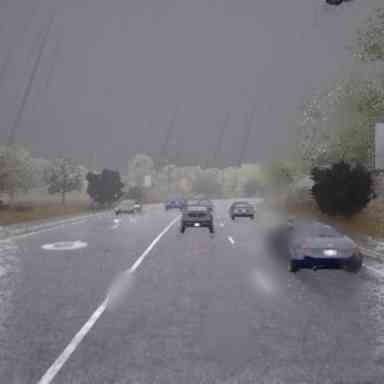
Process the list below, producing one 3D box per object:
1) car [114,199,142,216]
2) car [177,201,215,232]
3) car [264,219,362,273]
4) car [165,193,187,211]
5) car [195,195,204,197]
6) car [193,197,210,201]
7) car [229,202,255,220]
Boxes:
[{"bbox_3d":[-6.197,1.501,32.878,1.837,1.490,4.892,0,0,4],"label":"car"},{"bbox_3d":[0.333,1.504,20.300,1.837,1.490,4.892,0,0,2],"label":"car"},{"bbox_3d":[3.649,1.564,10.730,1.994,1.385,4.181,0,0,1],"label":"car"},{"bbox_3d":[-1.891,1.216,41.300,2.150,2.045,5.566,0,0,7],"label":"car"},{"bbox_3d":[1.617,1.406,72.857,1.837,1.490,4.892,0,0,18],"label":"car"},{"bbox_3d":[1.513,1.564,38.334,1.994,1.385,4.181,0,0,6],"label":"car"},{"bbox_3d":[4.172,1.549,28.221,2.033,1.411,5.357,0,0,3],"label":"car"}]
